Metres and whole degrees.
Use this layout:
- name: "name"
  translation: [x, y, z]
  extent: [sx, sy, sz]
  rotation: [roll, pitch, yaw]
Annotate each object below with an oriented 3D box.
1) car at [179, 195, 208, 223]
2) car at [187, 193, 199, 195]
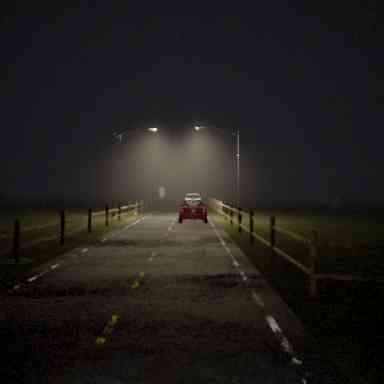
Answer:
- name: "car"
  translation: [0.095, 1.340, 25.737]
  extent: [2.097, 1.767, 4.553]
  rotation: [0, 0, 0]
- name: "car"
  translation: [0.115, 1.201, 42.071]
  extent: [2.150, 2.045, 5.566]
  rotation: [0, 0, 0]
